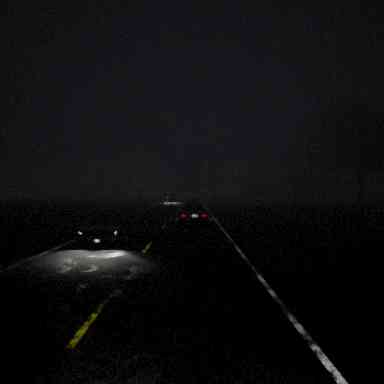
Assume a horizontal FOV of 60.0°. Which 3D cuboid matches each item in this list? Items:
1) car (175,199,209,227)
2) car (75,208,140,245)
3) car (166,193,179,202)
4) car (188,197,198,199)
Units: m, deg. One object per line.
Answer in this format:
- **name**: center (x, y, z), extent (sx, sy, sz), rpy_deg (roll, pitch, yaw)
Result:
- **car**: center (0.100, 1.410, 21.629), extent (2.033, 1.411, 5.357), rpy_deg (0, 0, 0)
- **car**: center (-3.601, 1.450, 15.259), extent (2.033, 1.411, 5.357), rpy_deg (0, 0, 0)
- **car**: center (-3.501, 0.998, 60.587), extent (2.097, 1.767, 4.553), rpy_deg (0, 0, 0)
- **car**: center (0.098, 1.303, 41.117), extent (1.994, 1.385, 4.181), rpy_deg (0, 0, 0)
